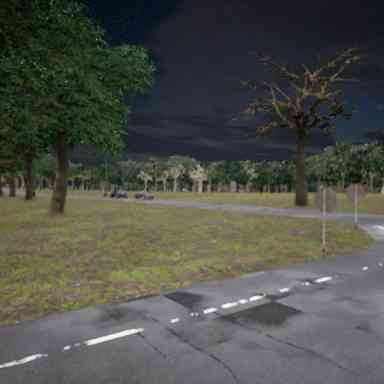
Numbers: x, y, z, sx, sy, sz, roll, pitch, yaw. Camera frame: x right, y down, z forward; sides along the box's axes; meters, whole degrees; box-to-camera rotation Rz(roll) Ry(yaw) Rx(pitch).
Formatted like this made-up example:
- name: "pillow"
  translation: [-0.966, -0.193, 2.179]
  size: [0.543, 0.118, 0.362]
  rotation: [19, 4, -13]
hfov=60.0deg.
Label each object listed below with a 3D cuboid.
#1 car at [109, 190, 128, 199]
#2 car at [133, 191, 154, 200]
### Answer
- name: "car"
  translation: [-13.996, 0.360, 63.097]
  size: [2.097, 1.767, 4.553]
  rotation: [2, -1, -36]
- name: "car"
  translation: [-7.989, 0.548, 54.790]
  size: [2.128, 1.511, 4.902]
  rotation: [2, -1, -35]
